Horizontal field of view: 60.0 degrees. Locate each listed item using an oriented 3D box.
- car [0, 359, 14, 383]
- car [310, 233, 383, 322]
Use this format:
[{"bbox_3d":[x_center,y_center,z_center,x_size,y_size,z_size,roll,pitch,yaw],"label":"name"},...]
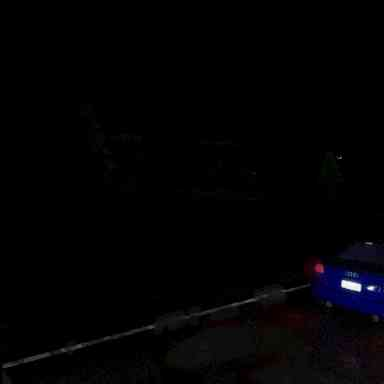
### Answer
[{"bbox_3d":[-3.339,1.601,1.368,4.718,1.301,1.895,0,0,-35],"label":"car"},{"bbox_3d":[4.338,1.564,6.837,4.181,1.385,1.994,0,0,-36],"label":"car"}]
